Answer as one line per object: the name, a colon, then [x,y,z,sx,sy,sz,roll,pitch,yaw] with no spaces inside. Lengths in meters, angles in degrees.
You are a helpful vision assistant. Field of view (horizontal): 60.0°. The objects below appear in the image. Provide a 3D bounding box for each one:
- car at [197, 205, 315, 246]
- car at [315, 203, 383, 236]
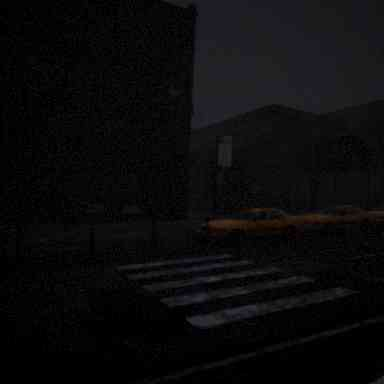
car: [2.812,1.403,15.041,5.366,1.575,1.946,0,0,-29]
car: [7.622,1.371,17.755,5.366,1.575,1.946,0,0,-30]
